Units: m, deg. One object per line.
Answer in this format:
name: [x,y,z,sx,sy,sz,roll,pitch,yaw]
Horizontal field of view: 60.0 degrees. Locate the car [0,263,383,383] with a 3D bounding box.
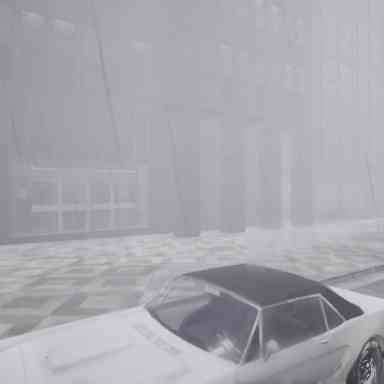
car: [0.327,1.600,3.604,4.718,1.301,1.895,0,0,-35]
